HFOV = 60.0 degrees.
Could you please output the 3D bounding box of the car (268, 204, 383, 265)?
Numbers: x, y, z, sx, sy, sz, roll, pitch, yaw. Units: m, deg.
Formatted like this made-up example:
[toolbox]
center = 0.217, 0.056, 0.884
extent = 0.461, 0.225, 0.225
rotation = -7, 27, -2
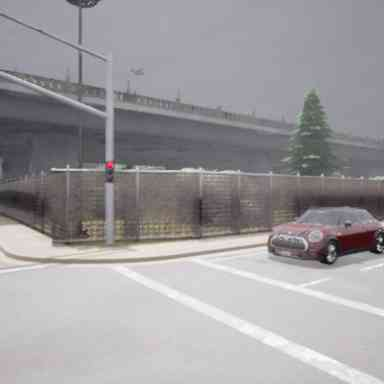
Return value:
[car]
center = 4.764, 1.326, 11.681
extent = 4.553, 1.767, 2.097
rotation = 0, 0, -35
